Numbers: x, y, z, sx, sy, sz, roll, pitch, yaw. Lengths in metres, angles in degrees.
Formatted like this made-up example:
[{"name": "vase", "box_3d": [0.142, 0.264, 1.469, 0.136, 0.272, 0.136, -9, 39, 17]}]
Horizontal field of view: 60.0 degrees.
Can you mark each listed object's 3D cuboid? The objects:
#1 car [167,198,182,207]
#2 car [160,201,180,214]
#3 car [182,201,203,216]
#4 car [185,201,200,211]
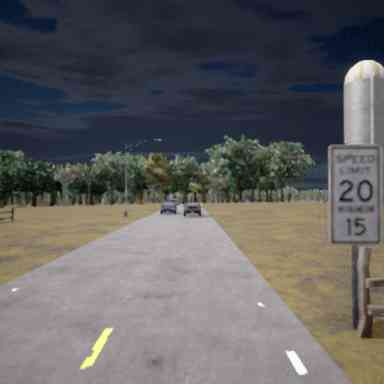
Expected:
[{"name": "car", "box_3d": [-2.650, 1.608, 52.064, 2.033, 1.411, 5.357, 0, -1, 0]}, {"name": "car", "box_3d": [-2.675, 1.832, 39.257, 2.033, 1.411, 5.357, 0, -1, 0]}, {"name": "car", "box_3d": [0.073, 1.751, 35.100, 1.837, 1.490, 4.892, 0, 0, 0]}, {"name": "car", "box_3d": [0.111, 1.951, 47.158, 1.994, 1.385, 4.181, 0, -1, 0]}]
